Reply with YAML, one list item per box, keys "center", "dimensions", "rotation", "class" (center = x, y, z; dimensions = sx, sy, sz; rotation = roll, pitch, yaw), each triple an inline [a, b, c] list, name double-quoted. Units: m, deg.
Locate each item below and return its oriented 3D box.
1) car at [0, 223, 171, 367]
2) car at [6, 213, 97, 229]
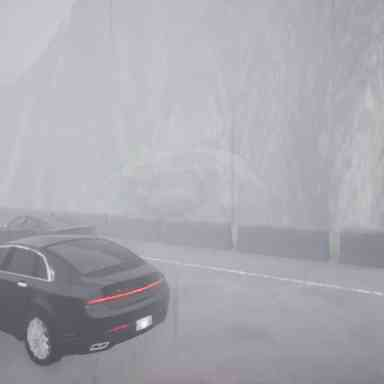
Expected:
- center: [-2.605, 1.526, 5.855]
  dimensions: [4.892, 1.490, 1.837]
  rotation: [-1, 0, 36]
  class: "car"
- center: [-5.605, 1.515, 12.299]
  dimensions: [5.008, 1.535, 1.882]
  rotation: [0, 0, 36]
  class: "car"
